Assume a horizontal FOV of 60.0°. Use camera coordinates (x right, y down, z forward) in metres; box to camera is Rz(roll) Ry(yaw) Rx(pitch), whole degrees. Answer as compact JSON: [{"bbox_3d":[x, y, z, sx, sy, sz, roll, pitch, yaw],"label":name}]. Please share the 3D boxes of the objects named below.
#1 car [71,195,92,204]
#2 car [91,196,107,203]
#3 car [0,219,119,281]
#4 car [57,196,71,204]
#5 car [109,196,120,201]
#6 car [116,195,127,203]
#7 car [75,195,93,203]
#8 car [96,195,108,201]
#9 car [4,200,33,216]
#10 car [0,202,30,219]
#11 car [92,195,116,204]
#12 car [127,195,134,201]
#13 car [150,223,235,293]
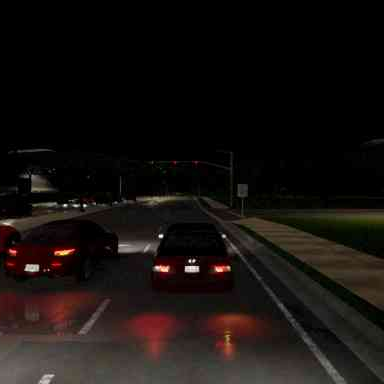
[{"bbox_3d":[-19.821,1.352,61.095,2.097,1.767,4.553,0,0,0],"label":"car"},{"bbox_3d":[-19.770,1.540,70.840,2.033,1.411,5.357,0,0,0],"label":"car"},{"bbox_3d":[-3.496,1.526,9.702,1.812,1.442,4.674,0,0,1],"label":"car"},{"bbox_3d":[-23.308,1.505,61.638,1.837,1.490,4.892,0,0,1],"label":"car"},{"bbox_3d":[-19.767,1.592,85.017,1.895,1.301,4.718,0,0,0],"label":"car"},{"bbox_3d":[-16.270,1.540,71.924,2.033,1.411,5.357,0,0,0],"label":"car"},{"bbox_3d":[-23.270,1.525,71.778,2.128,1.511,4.902,0,0,0],"label":"car"},{"bbox_3d":[-23.266,1.547,85.914,1.994,1.385,4.181,0,0,0],"label":"car"},{"bbox_3d":[-15.619,1.477,28.847,1.882,1.535,5.008,0,0,-2],"label":"car"},{"bbox_3d":[-6.990,1.352,9.755,2.097,1.767,4.553,0,0,0],"label":"car"},{"bbox_3d":[-16.317,1.547,61.863,2.033,1.411,5.357,0,0,1],"label":"car"},{"bbox_3d":[-16.266,1.496,85.851,1.837,1.490,4.892,0,0,0],"label":"car"},{"bbox_3d":[0.007,1.547,8.991,2.033,1.411,5.357,0,0,0],"label":"car"}]
